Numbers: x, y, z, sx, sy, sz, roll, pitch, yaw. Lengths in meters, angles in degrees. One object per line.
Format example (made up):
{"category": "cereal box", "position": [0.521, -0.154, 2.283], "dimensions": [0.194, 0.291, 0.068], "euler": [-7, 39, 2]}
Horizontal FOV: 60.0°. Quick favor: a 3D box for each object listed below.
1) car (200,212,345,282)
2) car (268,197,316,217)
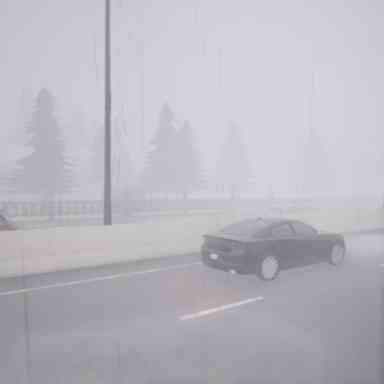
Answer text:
{"category": "car", "position": [2.569, 1.479, 9.883], "dimensions": [5.008, 1.535, 1.882], "euler": [0, 0, -36]}
{"category": "car", "position": [9.811, 1.357, 32.486], "dimensions": [4.553, 1.767, 2.097], "euler": [0, 0, -35]}
